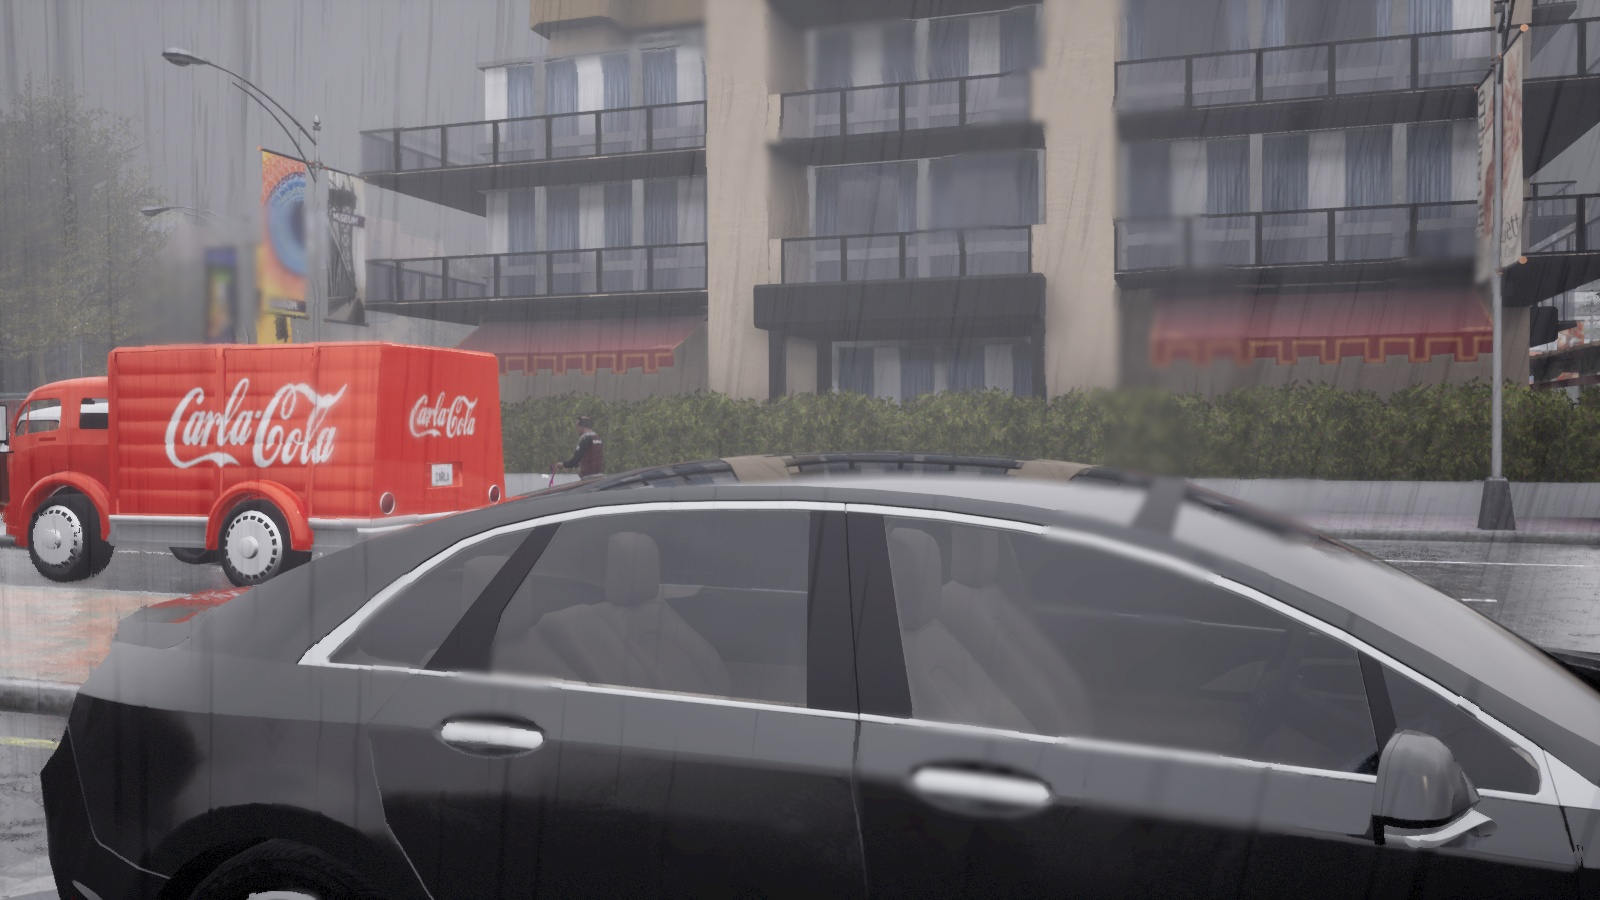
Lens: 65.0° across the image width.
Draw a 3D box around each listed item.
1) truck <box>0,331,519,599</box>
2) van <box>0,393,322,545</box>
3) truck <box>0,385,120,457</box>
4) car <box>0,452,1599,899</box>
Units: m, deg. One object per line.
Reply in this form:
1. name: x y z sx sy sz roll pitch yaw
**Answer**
1. truck: -6.039 0.099 13.653 5.204 2.467 2.627 1 1 19
2. van: -9.596 0.218 18.508 4.480 2.038 2.069 1 1 19
3. truck: -42.201 -1.612 69.671 8.468 3.827 2.891 1 1 19
4. car: 0.540 0.785 3.011 4.892 1.490 1.837 1 1 19
